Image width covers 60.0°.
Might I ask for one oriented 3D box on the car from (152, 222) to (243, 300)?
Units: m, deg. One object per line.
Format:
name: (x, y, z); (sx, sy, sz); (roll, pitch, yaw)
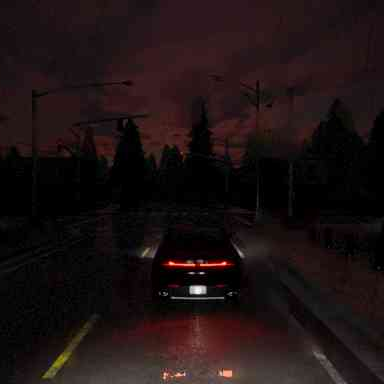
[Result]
car: (0.110, 1.505, 8.370); (1.837, 1.490, 4.892); (0, 0, 0)
